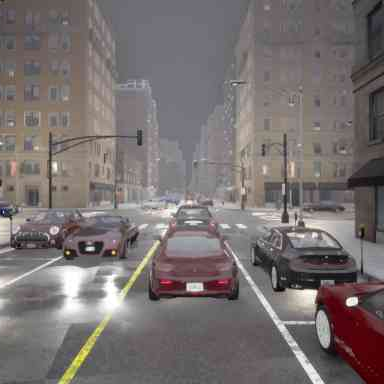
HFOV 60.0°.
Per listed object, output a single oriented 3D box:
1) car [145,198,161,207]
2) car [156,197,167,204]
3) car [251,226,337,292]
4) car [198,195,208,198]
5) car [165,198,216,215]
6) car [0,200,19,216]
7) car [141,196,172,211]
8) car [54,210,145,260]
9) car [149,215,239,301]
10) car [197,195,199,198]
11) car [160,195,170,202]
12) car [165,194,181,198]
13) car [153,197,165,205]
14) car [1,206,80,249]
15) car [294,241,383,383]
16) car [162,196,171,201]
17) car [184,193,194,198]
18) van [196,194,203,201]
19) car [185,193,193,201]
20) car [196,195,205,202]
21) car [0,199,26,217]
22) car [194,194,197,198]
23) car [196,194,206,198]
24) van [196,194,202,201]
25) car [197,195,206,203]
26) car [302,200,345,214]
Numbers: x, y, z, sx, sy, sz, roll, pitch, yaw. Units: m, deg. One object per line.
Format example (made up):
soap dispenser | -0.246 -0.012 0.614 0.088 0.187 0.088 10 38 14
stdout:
car | -6.131 1.596 52.522 2.008 1.369 4.403 0 0 -1
car | -6.335 1.666 69.045 1.802 1.307 4.206 0 0 -1
car | 2.651 1.553 8.697 2.008 1.369 4.403 0 0 0
car | 2.393 1.590 52.623 1.887 1.381 4.507 0 0 -1
car | 0.055 1.358 15.537 2.097 1.767 4.553 0 0 0
car | -17.175 1.123 26.890 5.566 2.045 2.150 0 0 0
car | -4.514 1.553 41.082 1.812 1.442 4.674 0 0 19
car | -3.133 1.569 12.248 1.994 1.385 4.181 0 0 0
car | 0.012 1.528 8.233 1.812 1.442 4.674 0 0 -1
car | 2.326 1.622 58.130 1.947 1.339 4.313 0 0 -1
car | -6.469 1.559 80.061 1.967 1.590 4.097 0 0 -1
car | -3.400 1.270 54.803 2.150 2.045 5.566 0 0 -1
car | -6.267 1.614 63.538 1.887 1.381 4.507 0 0 -1
car | -5.890 1.445 14.161 1.967 1.590 4.097 0 0 0
car | 2.667 1.545 3.206 1.887 1.381 4.507 0 0 0
car | -6.537 1.722 85.568 1.802 1.307 4.206 0 0 -1
car | -0.606 1.342 79.348 2.150 2.045 5.566 0 0 -1
van | 1.989 1.482 85.665 1.690 1.788 3.998 0 0 -1
car | -0.738 1.384 90.066 2.150 2.045 5.566 0 0 -1
car | 2.056 1.560 80.157 1.967 1.590 4.097 0 0 -1
car | -18.053 1.416 30.130 4.902 1.511 2.128 0 0 -1
car | 2.192 1.399 69.144 2.192 1.841 5.009 0 0 -1
car | 2.256 1.595 63.807 1.752 1.417 4.829 0 0 -1
van | 1.921 1.504 91.171 1.690 1.788 3.998 0 0 -1
car | 2.123 1.541 74.651 1.967 1.590 4.097 0 0 -1
car | 14.607 1.648 37.120 4.674 1.442 1.812 0 0 1
